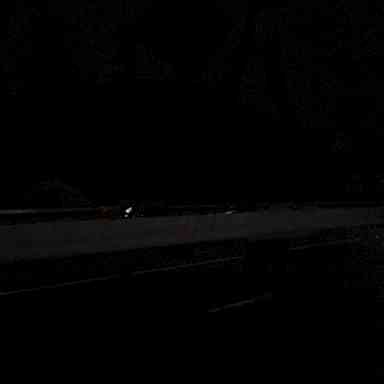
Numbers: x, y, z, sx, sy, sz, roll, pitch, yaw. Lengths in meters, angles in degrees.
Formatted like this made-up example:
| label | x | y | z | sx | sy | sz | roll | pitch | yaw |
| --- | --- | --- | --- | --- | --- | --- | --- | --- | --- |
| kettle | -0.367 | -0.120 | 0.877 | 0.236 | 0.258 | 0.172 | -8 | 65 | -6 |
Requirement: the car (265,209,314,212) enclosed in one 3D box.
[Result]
| label | x | y | z | sx | sy | sz | roll | pitch | yaw |
| --- | --- | --- | --- | --- | --- | --- | --- | --- | --- |
| car | 7.723 | 1.548 | 26.241 | 4.674 | 1.442 | 1.812 | 0 | 0 | -32 |

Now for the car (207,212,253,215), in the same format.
| label | x | y | z | sx | sy | sz | roll | pitch | yaw |
| --- | --- | --- | --- | --- | --- | --- | --- | --- | --- |
| car | 3.503 | 1.512 | 27.682 | 4.902 | 1.511 | 2.128 | 0 | 0 | -33 |

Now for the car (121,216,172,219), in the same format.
| label | x | y | z | sx | sy | sz | roll | pitch | yaw |
| --- | --- | --- | --- | --- | --- | --- | --- | --- | --- |
| car | -3.698 | 1.366 | 27.033 | 4.553 | 1.767 | 2.097 | 0 | 0 | -34 |
